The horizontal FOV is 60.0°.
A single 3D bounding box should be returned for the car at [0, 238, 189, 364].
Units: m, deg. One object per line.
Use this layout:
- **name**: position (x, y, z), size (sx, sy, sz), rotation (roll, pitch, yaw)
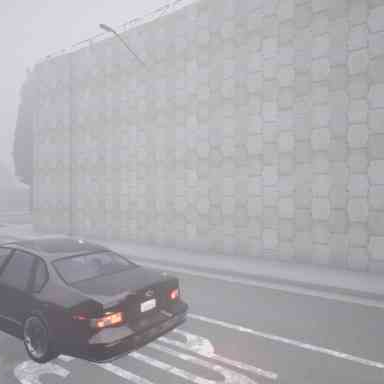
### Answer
- **car**: position (-2.628, 1.547, 5.852), size (5.357, 1.411, 2.033), rotation (0, 0, 35)
